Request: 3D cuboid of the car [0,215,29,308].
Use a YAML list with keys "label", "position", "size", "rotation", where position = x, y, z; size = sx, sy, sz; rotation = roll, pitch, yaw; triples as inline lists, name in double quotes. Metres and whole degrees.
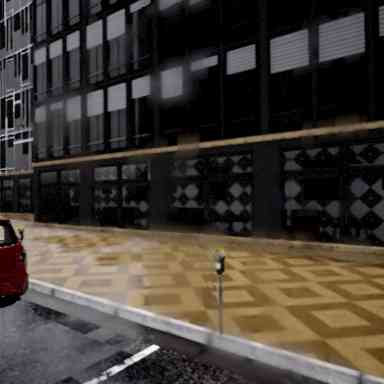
- label: "car"
  position: [-5.279, 1.316, 6.663]
  size: [5.009, 1.841, 2.192]
  rotation: [0, -1, 36]
